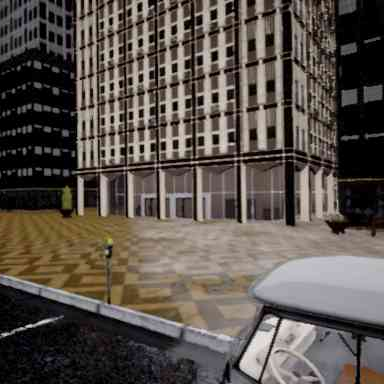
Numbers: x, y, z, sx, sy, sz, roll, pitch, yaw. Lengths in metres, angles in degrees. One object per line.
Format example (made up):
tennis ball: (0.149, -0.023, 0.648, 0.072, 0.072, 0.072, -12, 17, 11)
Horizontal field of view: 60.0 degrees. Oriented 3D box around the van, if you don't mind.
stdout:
van: (1.957, 1.332, 1.494, 3.998, 1.788, 1.690, -1, -1, 35)
